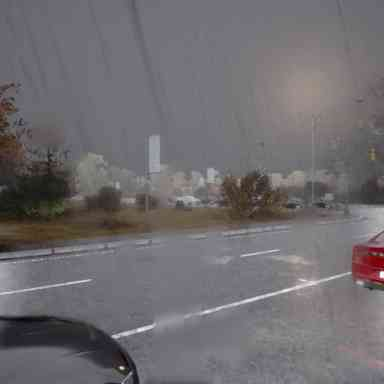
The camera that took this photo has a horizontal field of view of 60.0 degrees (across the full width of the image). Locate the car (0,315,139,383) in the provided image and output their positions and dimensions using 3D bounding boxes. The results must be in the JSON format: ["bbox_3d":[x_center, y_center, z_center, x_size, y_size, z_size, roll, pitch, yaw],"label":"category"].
[{"bbox_3d":[-2.647,1.492,1.839,4.902,1.511,2.128,0,0,-36],"label":"car"}]

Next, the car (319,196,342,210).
[{"bbox_3d":[14.713,1.246,38.268,2.128,1.511,4.902,-1,0,-39],"label":"car"}]

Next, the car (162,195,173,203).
[{"bbox_3d":[-3.828,1.261,61.478,2.128,1.511,4.902,-1,0,-38],"label":"car"}]

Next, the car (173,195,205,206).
[{"bbox_3d":[-0.505,1.321,51.661,1.812,1.442,4.674,-1,0,-38],"label":"car"}]

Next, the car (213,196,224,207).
[{"bbox_3d":[5.399,1.143,44.285,2.097,1.767,4.553,-1,0,-39],"label":"car"}]

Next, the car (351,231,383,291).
[{"bbox_3d":[5.776,1.445,7.856,5.008,1.535,1.882,0,0,-35],"label":"car"}]

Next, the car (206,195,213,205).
[{"bbox_3d":[2.666,1.256,53.307,2.128,1.511,4.902,-1,0,-39],"label":"car"}]

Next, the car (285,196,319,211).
[{"bbox_3d":[11.099,1.277,37.168,2.128,1.511,4.902,-1,0,-39],"label":"car"}]
